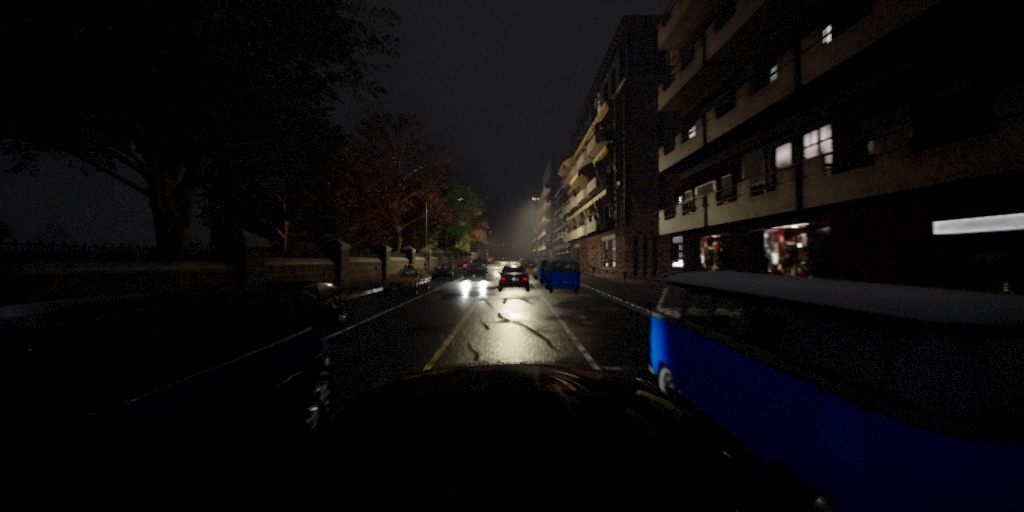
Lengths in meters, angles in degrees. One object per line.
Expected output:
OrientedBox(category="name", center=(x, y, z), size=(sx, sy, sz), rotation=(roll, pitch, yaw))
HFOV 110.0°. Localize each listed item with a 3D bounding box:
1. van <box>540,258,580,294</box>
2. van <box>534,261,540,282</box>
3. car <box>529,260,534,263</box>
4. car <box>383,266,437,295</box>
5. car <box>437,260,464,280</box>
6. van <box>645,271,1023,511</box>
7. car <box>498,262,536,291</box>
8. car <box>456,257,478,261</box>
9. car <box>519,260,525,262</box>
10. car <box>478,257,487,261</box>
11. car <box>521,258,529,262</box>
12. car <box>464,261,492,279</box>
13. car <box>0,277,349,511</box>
OrientedBox(category="van", center=(2.690, 1.081, 20.027), size=(1.690, 1.789, 3.998), rotation=(0, 0, 0))
OrientedBox(category="van", center=(2.690, 1.078, 25.550), size=(1.690, 1.789, 3.998), rotation=(0, 0, 0))
OrientedBox(category="car", center=(2.689, 1.260, 31.243), size=(1.751, 1.417, 4.829), rotation=(0, 0, 0))
OrientedBox(category="car", center=(-5.691, 1.266, 19.857), size=(1.751, 1.417, 4.829), rotation=(0, 0, 0))
OrientedBox(category="car", center=(-5.692, 1.285, 31.073), size=(2.007, 1.370, 4.403), rotation=(0, 0, 0))
OrientedBox(category="van", center=(2.691, 1.090, 3.455), size=(1.690, 1.789, 3.998), rotation=(0, 0, 0))
OrientedBox(category="car", center=(0.107, 1.287, 21.806), size=(2.033, 1.411, 5.357), rotation=(0, 0, 0))
OrientedBox(category="car", center=(-5.692, 1.043, 42.120), size=(2.192, 1.841, 5.009), rotation=(0, 0, 0))
OrientedBox(category="car", center=(0.096, 1.332, 37.796), size=(1.895, 1.301, 4.718), rotation=(0, 0, 0))
OrientedBox(category="car", center=(-5.693, 1.285, 58.690), size=(1.948, 1.339, 4.313), rotation=(0, 0, 0))
OrientedBox(category="car", center=(2.688, 1.288, 53.166), size=(1.948, 1.339, 4.313), rotation=(0, 0, 0))
OrientedBox(category="car", center=(-3.098, 1.335, 31.605), size=(1.895, 1.301, 4.718), rotation=(0, 0, 0))
OrientedBox(category="car", center=(-3.089, 1.102, 2.244), size=(2.097, 1.767, 4.553), rotation=(0, 0, 0))
